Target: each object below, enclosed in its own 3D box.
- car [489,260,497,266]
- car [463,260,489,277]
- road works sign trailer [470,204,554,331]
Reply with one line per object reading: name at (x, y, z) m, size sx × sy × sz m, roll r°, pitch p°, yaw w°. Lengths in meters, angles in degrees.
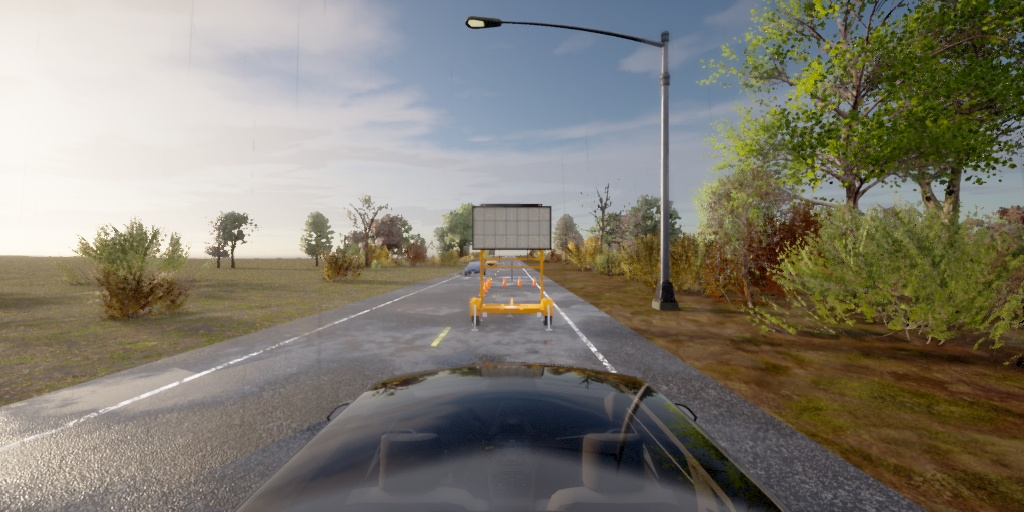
car at (-3.521, 1.176, 61.442) m, size 1.882 × 1.535 × 5.008 m, roll 0°, pitch 0°, yaw 0°
car at (-3.612, 1.258, 35.522) m, size 1.812 × 1.442 × 4.674 m, roll 0°, pitch 0°, yaw 0°
road works sign trailer at (-0.003, 0.214, 11.009) m, size 2.380 × 3.560 × 2.880 m, roll 0°, pitch 0°, yaw 0°
